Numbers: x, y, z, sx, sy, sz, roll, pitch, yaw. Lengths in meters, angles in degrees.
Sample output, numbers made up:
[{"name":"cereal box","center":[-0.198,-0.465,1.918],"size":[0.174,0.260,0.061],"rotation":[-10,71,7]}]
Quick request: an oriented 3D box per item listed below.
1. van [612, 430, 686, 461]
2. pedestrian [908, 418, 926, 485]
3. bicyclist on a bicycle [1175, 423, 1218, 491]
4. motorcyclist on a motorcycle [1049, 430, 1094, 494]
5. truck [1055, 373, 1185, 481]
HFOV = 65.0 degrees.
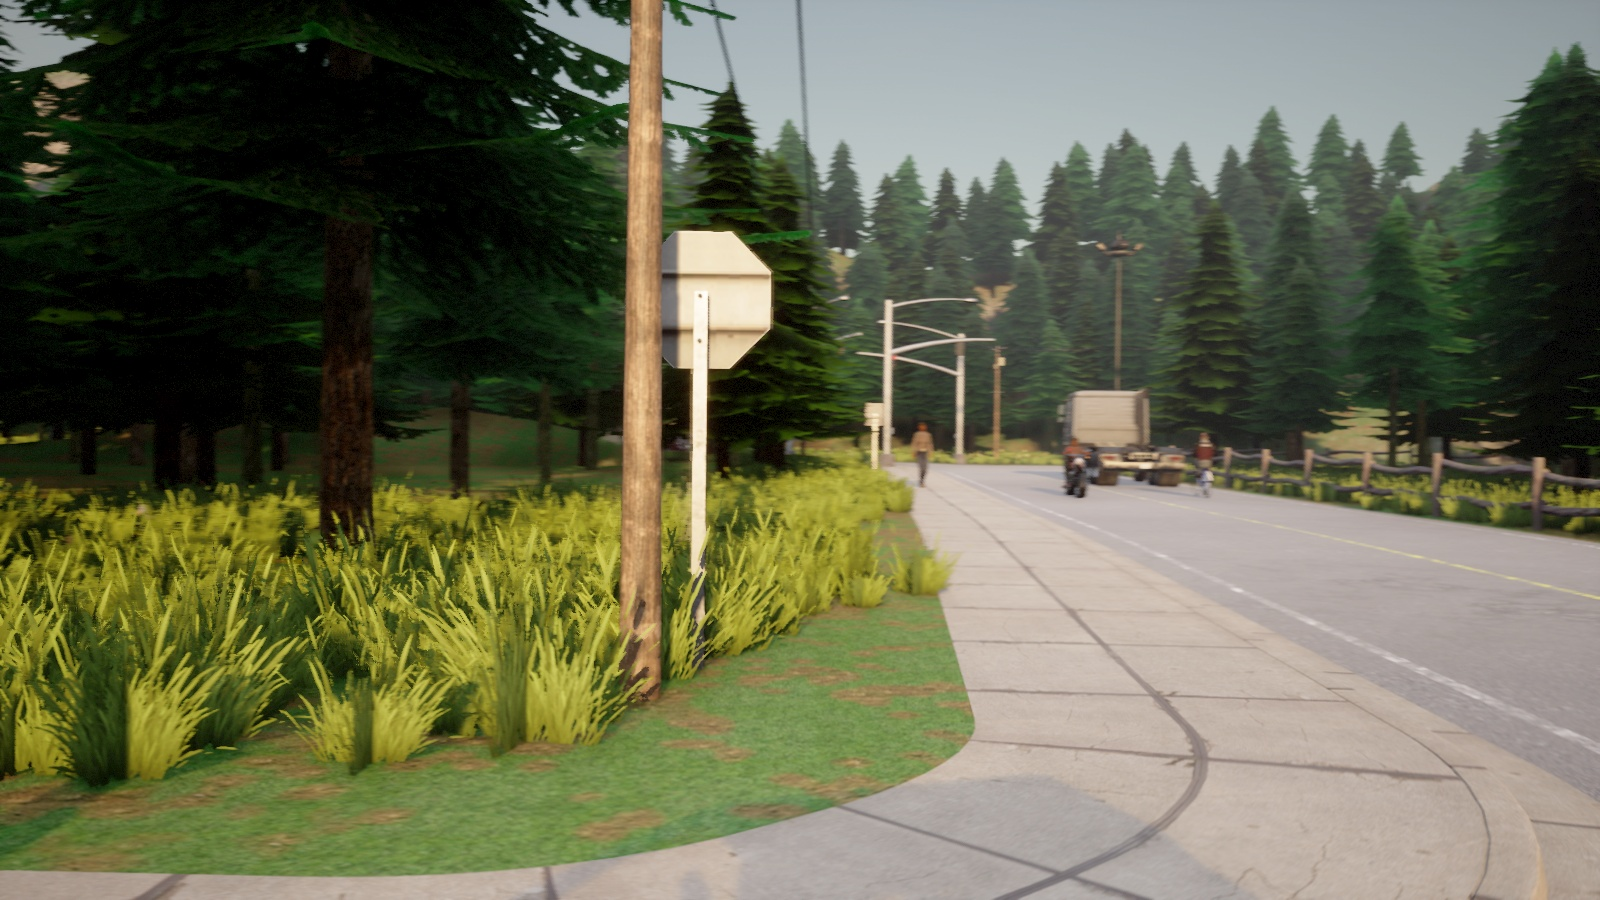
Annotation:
[{"name":"van","center":[-9.852,-0.267,82.064],"size":[4.442,1.987,1.775],"rotation":[0,0,19]},{"name":"pedestrian","center":[3.220,0.034,34.550],"size":[0.328,1.805,0.869],"rotation":[-1,1,-4]},{"name":"bicyclist on a bicycle","center":[10.751,0.176,34.117],"size":[0.659,1.776,1.843],"rotation":[-1,1,2]},{"name":"motorcyclist on a motorcycle","center":[7.224,0.296,33.513],"size":[0.766,1.649,2.350],"rotation":[-1,1,2]},{"name":"truck","center":[11.176,-0.795,44.675],"size":[2.891,3.462,7.936],"rotation":[-1,1,2]}]
